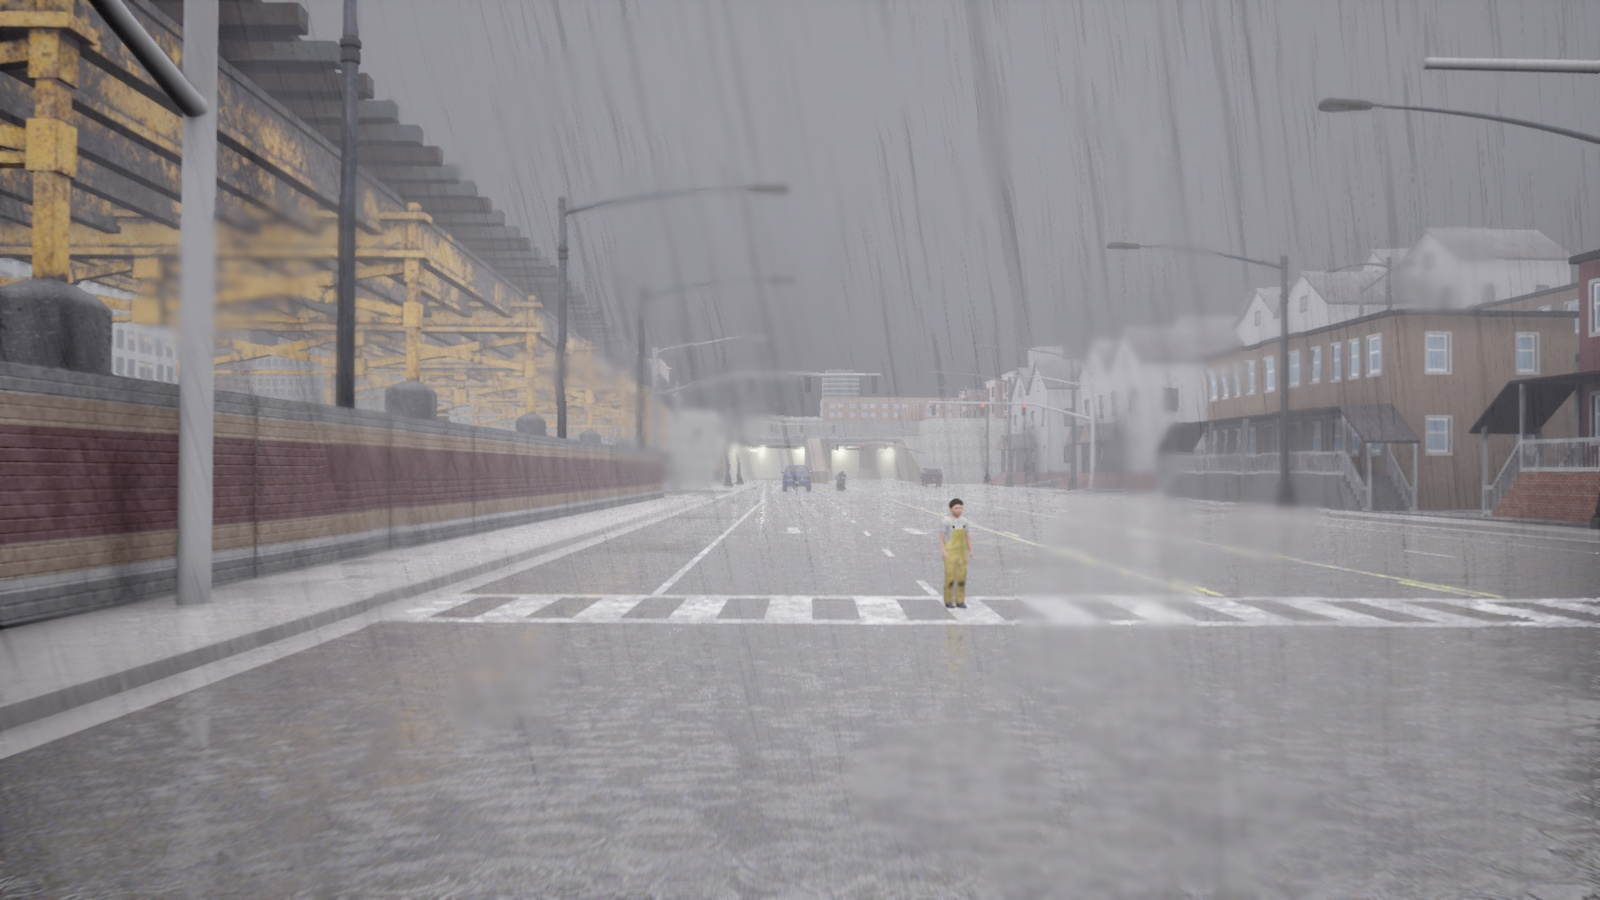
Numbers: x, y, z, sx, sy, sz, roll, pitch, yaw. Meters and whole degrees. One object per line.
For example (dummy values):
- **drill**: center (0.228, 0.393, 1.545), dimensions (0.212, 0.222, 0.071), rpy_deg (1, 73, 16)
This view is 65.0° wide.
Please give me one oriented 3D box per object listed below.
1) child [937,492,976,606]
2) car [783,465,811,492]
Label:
- **child**: center (1.783, 1.112, 14.295), dimensions (0.270, 1.263, 0.437), rpy_deg (0, -1, -18)
- **car**: center (-0.220, 2.172, 97.834), dimensions (2.150, 2.045, 5.566), rpy_deg (0, -1, 0)
